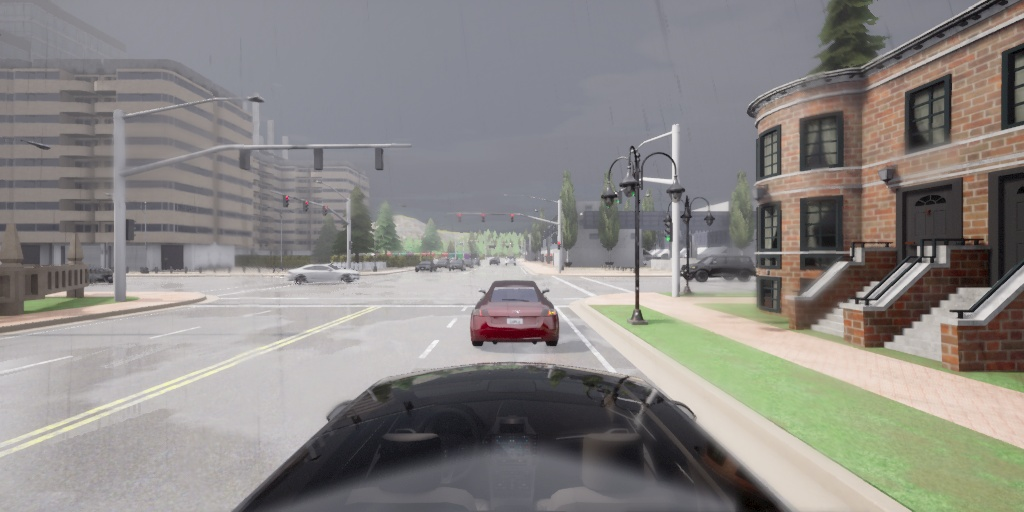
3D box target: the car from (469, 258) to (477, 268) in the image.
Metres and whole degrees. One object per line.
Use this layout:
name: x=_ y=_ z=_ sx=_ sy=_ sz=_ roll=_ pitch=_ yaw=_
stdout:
car: x=-7.304 y=1.254 z=58.527 sx=1.837 sy=1.490 sz=4.892 roll=0 pitch=0 yaw=0

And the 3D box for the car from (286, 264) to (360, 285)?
car: x=-13.421 y=1.275 z=25.601 sx=4.674 sy=1.442 sz=1.812 roll=0 pitch=0 yaw=-14

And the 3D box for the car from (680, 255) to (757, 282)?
car: x=16.085 y=0.971 z=28.106 sx=5.566 sy=2.045 sz=2.150 roll=0 pitch=0 yaw=-1

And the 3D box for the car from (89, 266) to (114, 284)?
car: x=-29.538 y=1.314 z=24.575 sx=4.181 sy=1.385 sz=1.994 roll=0 pitch=0 yaw=0

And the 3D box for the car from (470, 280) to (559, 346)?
car: x=0.056 y=1.314 z=9.396 sx=1.994 sy=1.385 sz=4.181 roll=0 pitch=0 yaw=0

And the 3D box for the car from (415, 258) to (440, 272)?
car: x=-10.766 y=1.314 z=45.074 sx=1.994 sy=1.385 sz=4.181 roll=0 pitch=0 yaw=0

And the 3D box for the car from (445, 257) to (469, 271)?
car: x=-7.272 y=1.255 z=48.128 sx=1.837 sy=1.490 sz=4.892 roll=0 pitch=0 yaw=0

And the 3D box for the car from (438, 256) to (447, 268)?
car: x=-10.803 y=1.253 z=56.111 sx=1.837 sy=1.490 sz=4.892 roll=0 pitch=1 yaw=0
